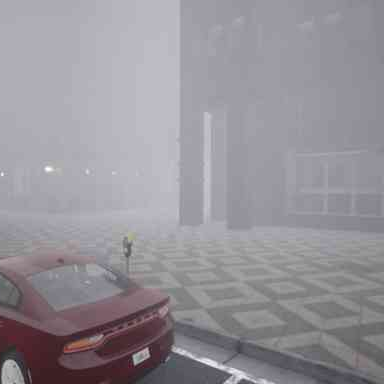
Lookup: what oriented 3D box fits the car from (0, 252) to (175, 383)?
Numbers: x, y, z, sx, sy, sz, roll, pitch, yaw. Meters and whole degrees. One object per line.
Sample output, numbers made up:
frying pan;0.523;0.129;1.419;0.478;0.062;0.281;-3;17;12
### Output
car;-2.293;1.544;4.759;4.507;1.381;1.887;0;0;37
